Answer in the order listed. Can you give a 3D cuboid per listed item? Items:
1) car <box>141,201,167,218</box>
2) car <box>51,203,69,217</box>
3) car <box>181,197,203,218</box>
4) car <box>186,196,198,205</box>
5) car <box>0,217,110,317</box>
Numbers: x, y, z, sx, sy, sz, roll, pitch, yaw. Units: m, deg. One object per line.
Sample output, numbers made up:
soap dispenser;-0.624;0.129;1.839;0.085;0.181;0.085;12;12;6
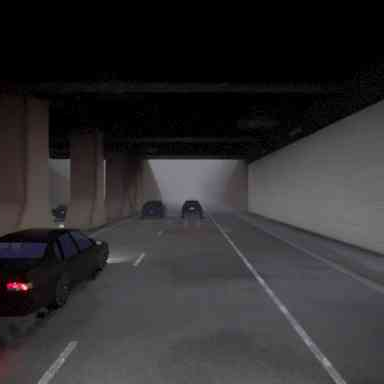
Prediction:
car;-3.405;1.514;30.385;1.882;1.535;5.008;0;0;0
car;-10.603;1.633;27.563;1.895;1.301;4.718;0;0;0
car;-0.001;1.524;30.602;2.033;1.649;4.856;0;-1;0
car;-0.009;1.619;62.739;2.163;1.488;4.792;0;0;0
car;-3.407;1.557;7.773;2.033;1.411;5.357;0;0;0
